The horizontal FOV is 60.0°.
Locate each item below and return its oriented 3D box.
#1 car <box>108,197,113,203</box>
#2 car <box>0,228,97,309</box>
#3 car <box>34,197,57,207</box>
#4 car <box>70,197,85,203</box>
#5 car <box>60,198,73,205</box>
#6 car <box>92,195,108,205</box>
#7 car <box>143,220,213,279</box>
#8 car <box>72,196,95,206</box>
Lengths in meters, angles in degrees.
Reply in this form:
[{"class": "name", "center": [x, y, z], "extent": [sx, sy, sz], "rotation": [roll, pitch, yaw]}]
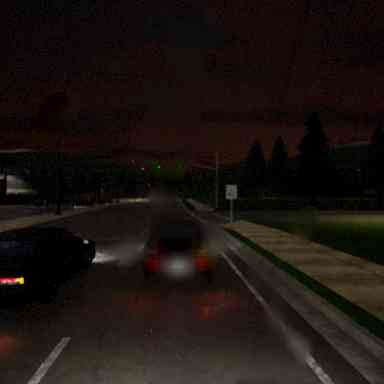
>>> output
[{"class": "car", "center": [-20.077, 1.917, 78.834], "extent": [2.128, 1.511, 4.902], "rotation": [0, 0, -3]}, {"class": "car", "center": [-3.836, 1.590, 8.145], "extent": [2.033, 1.411, 5.357], "rotation": [0, 0, -3]}, {"class": "car", "center": [-26.181, 1.652, 59.208], "extent": [2.097, 1.767, 4.553], "rotation": [0, 0, -2]}, {"class": "car", "center": [-27.084, 1.873, 78.807], "extent": [1.882, 1.535, 5.008], "rotation": [0, 0, -3]}, {"class": "car", "center": [-26.591, 1.886, 68.653], "extent": [2.033, 1.411, 5.357], "rotation": [0, 0, -3]}, {"class": "car", "center": [-19.576, 1.567, 68.495], "extent": [2.150, 2.045, 5.566], "rotation": [0, 0, -3]}, {"class": "car", "center": [-0.439, 1.575, 10.085], "extent": [1.812, 1.442, 4.674], "rotation": [0, 0, -3]}, {"class": "car", "center": [-19.187, 1.861, 59.202], "extent": [1.994, 1.385, 4.181], "rotation": [0, 0, -2]}]
